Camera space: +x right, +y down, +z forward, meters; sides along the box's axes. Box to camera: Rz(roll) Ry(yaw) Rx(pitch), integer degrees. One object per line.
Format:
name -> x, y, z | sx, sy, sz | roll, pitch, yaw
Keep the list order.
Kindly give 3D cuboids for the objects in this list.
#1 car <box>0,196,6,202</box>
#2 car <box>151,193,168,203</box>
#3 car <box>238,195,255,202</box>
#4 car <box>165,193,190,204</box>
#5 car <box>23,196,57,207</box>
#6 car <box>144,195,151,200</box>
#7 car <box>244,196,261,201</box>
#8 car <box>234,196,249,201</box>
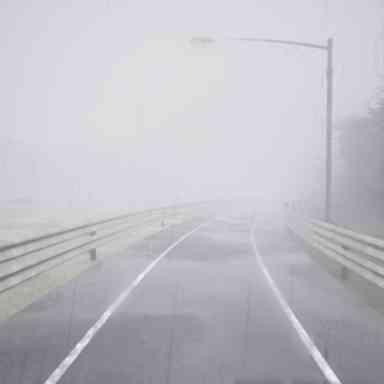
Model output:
car -> -27.103, 1.118, 45.738 | 1.812, 1.442, 4.674 | 1, -1, 41
car -> -4.919, 1.160, 66.216 | 2.150, 2.045, 5.566 | 1, 0, 41
car -> 12.816, 1.570, 81.536 | 2.097, 1.767, 4.553 | 0, 0, 41
car -> -2.271, 1.467, 63.939 | 1.837, 1.490, 4.892 | 0, 0, 41
car -> -19.837, 1.233, 43.449 | 1.994, 1.385, 4.181 | 0, 0, 41
car -> -7.600, 1.429, 68.476 | 1.837, 1.490, 4.892 | 1, 0, 41
car -> 16.686, 1.844, 91.428 | 2.033, 1.411, 5.357 | 0, 0, 41
car -> 14.029, 1.809, 93.706 | 1.812, 1.442, 4.674 | 0, 0, 41
